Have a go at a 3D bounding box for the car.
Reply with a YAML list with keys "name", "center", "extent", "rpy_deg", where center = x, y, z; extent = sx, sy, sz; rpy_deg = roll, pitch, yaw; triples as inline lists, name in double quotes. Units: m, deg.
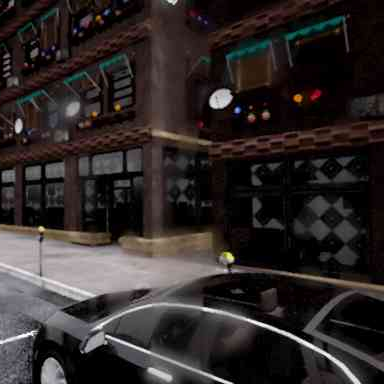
- name: "car"
  center: [0.347, 1.540, 3.039]
  extent: [4.892, 1.490, 1.837]
  rpy_deg: [0, -1, 40]
